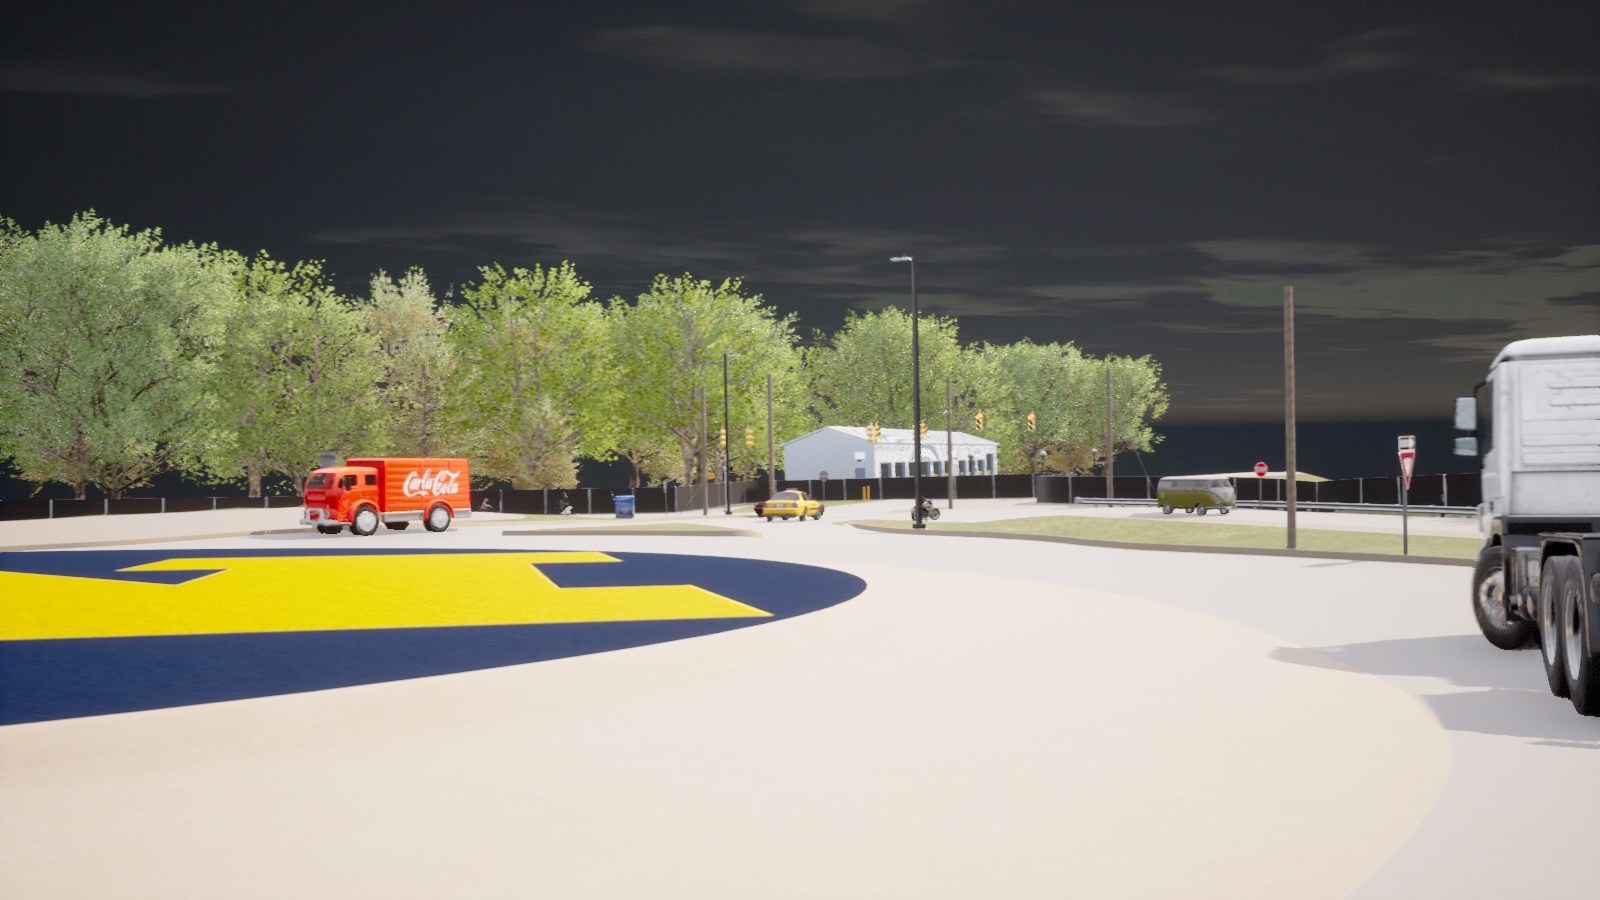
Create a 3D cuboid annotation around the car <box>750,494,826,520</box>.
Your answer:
[{"bbox_3d":[-0.603,3.168,69.616,1.895,1.301,4.718,-2,-5,33],"label":"car"}]

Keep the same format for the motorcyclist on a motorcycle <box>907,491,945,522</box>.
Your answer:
[{"bbox_3d":[7.139,3.182,71.055,2.350,1.649,0.766,-1,0,-44],"label":"motorcyclist on a motorcycle"}]

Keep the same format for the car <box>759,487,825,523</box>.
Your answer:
[{"bbox_3d":[-0.312,2.572,59.376,1.801,1.575,5.366,-1,-2,14],"label":"car"}]

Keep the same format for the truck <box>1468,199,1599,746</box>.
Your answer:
[{"bbox_3d":[7.917,0.284,11.037,2.891,3.462,7.936,-2,-3,23],"label":"truck"}]

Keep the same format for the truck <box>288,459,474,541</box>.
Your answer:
[{"bbox_3d":[-13.625,1.552,41.144,2.627,2.467,5.204,-1,0,36],"label":"truck"}]

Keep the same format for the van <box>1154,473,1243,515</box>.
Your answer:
[{"bbox_3d":[20.225,2.227,63.892,1.775,1.987,4.442,-2,-1,-23],"label":"van"}]
